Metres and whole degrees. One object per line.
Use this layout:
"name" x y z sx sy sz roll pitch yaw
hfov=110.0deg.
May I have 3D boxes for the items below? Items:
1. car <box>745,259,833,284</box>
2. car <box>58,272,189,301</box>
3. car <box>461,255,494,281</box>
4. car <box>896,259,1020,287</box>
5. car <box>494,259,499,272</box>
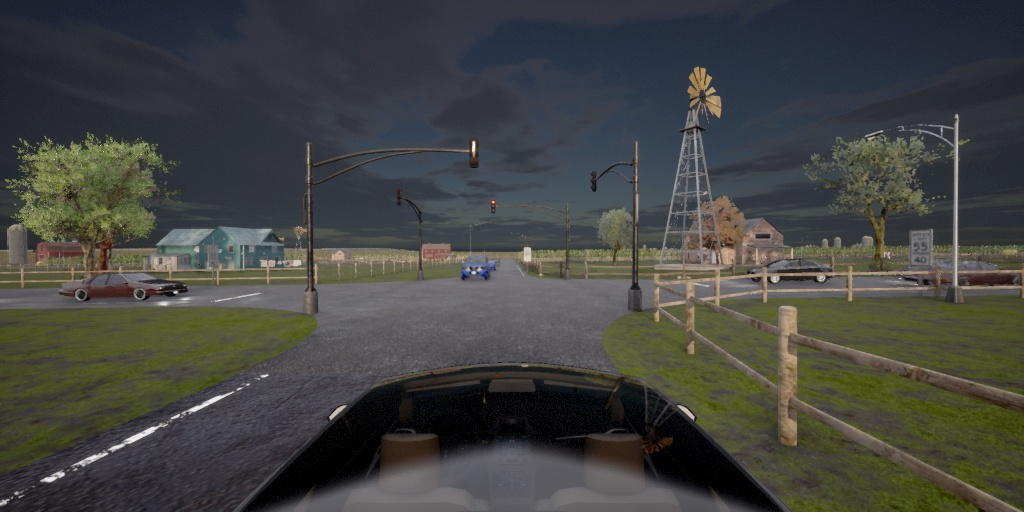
"car" 17.688 0.957 23.014 4.892 1.490 1.837 -1 1 0
"car" -20.634 1.587 19.140 5.357 1.411 2.033 -1 1 0
"car" -2.959 0.967 30.269 2.150 2.045 5.566 0 0 0
"car" 24.488 0.979 19.332 5.357 1.411 2.033 -1 1 0
"car" -3.076 1.223 46.979 1.882 1.535 5.008 0 0 0
